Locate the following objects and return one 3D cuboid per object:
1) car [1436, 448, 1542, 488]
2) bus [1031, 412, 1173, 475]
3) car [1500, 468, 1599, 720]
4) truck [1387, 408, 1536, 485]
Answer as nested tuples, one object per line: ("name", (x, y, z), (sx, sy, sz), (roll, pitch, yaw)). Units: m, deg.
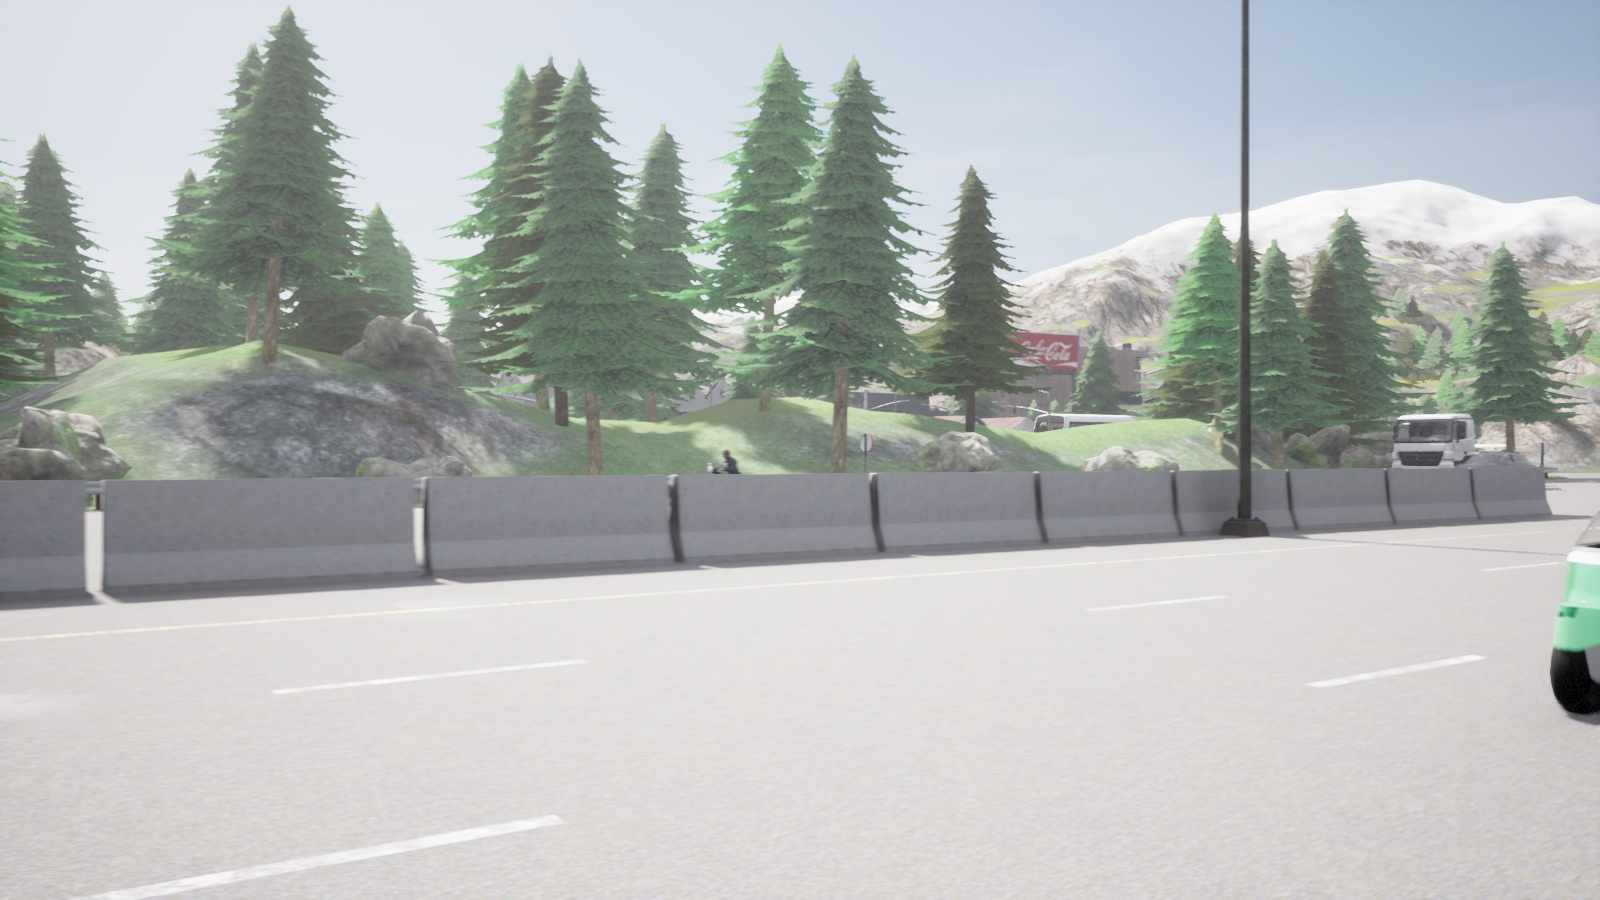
("car", (29.622, 0.744, 53.984), (4.856, 1.649, 2.033), (0, 0, -35))
("bus", (21.575, -0.463, 89.402), (10.273, 4.253, 3.944), (0, 0, -35))
("car", (5.476, 0.806, 7.455), (2.207, 1.376, 1.481), (-1, 0, -35))
("truck", (31.413, -0.158, 59.485), (7.936, 3.462, 2.891), (0, 0, -35))
